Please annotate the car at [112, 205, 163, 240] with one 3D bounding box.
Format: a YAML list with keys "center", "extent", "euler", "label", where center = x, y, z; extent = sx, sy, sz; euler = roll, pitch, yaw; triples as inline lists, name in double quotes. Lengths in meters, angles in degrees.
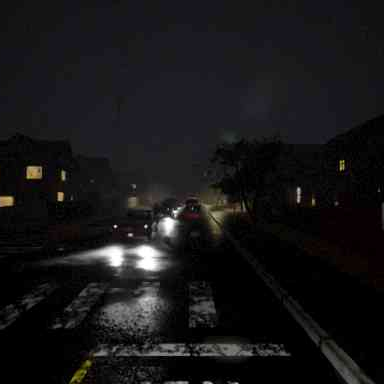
- center: [-2.876, 1.658, 17.759]
  extent: [1.895, 1.301, 4.718]
  euler: [0, 1, 0]
  label: "car"

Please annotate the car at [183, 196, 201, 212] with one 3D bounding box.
- center: [0.037, 1.589, 39.675]
  extent: [1.837, 1.490, 4.892]
  euler: [0, 0, 0]
  label: "car"

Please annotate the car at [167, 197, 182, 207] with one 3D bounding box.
- center: [-2.885, 1.651, 55.496]
  extent: [2.128, 1.511, 4.902]
  euler: [0, 0, 1]
  label: "car"

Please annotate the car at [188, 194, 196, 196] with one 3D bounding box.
- center: [-0.011, 1.461, 68.246]
  extent: [2.150, 2.045, 5.566]
  euler: [0, 0, 0]
  label: "car"

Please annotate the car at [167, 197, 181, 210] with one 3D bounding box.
- center: [-2.913, 1.582, 44.423]
  extent: [1.882, 1.535, 5.008]
  euler: [0, 0, 0]
  label: "car"

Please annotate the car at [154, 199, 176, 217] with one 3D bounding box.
- center: [-2.898, 1.660, 32.374]
  extent: [1.895, 1.301, 4.718]
  euler: [0, 0, 0]
  label: "car"
